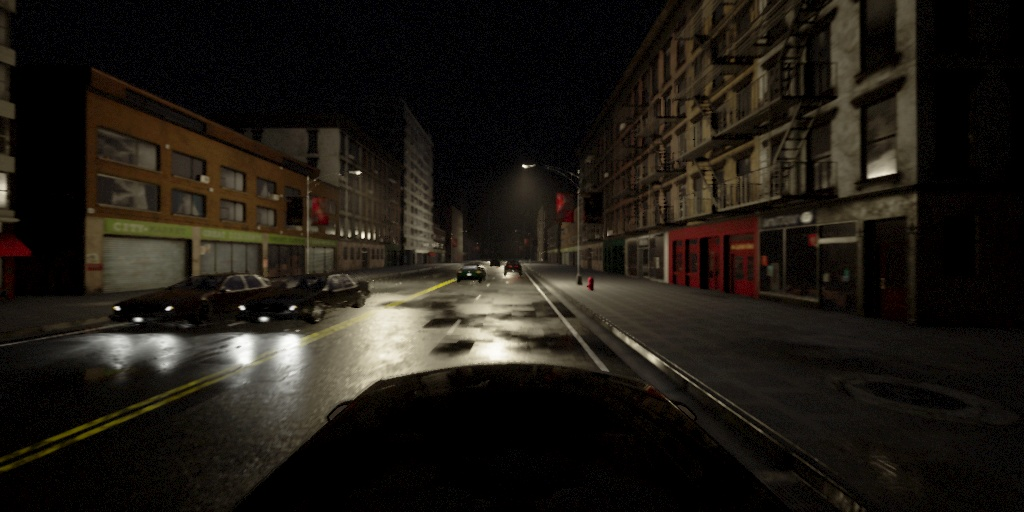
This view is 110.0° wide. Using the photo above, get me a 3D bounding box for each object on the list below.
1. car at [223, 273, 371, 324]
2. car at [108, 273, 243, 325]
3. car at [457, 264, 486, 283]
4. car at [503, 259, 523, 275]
[{"bbox_3d":[-6.599,1.299,12.202,2.033,1.411,5.357,0,0,0],"label":"car"},{"bbox_3d":[-9.852,1.299,12.106,2.033,1.411,5.357,0,0,0],"label":"car"},{"bbox_3d":[-3.150,1.317,28.412,1.994,1.385,4.181,0,0,0],"label":"car"},{"bbox_3d":[0.099,1.260,39.354,1.837,1.490,4.892,0,0,0],"label":"car"}]
